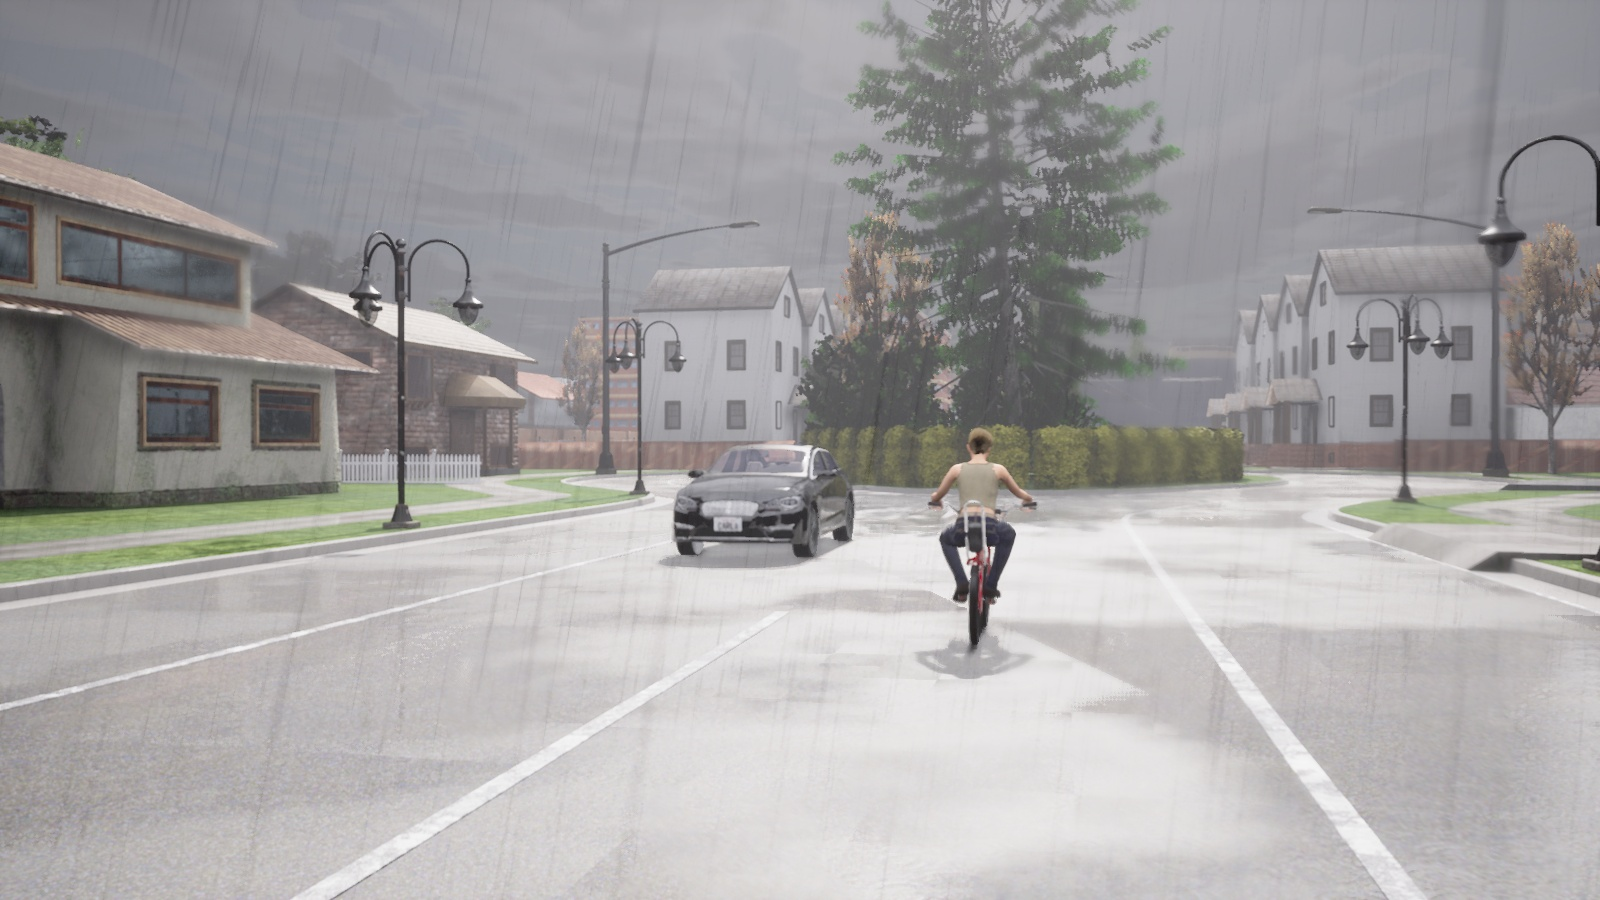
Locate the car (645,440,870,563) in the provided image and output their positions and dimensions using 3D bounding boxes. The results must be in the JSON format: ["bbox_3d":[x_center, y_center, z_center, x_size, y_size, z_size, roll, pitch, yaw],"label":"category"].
[{"bbox_3d":[-0.412,0.627,18.059,2.128,1.511,4.902,0,0,12],"label":"car"}]

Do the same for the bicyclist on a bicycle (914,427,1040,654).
[{"bbox_3d":[1.409,0.643,9.765,0.866,1.612,1.509,0,0,12],"label":"bicyclist on a bicycle"}]
